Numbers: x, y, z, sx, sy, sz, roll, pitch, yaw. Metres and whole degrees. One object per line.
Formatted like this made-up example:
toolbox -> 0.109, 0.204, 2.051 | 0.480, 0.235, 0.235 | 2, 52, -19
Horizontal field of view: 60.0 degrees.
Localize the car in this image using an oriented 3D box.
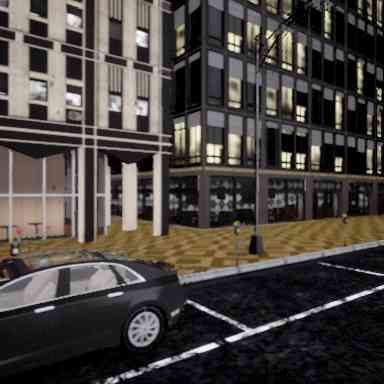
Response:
car -> -2.144, 1.550, 4.567 | 4.403, 1.369, 2.008 | 0, 0, -36
